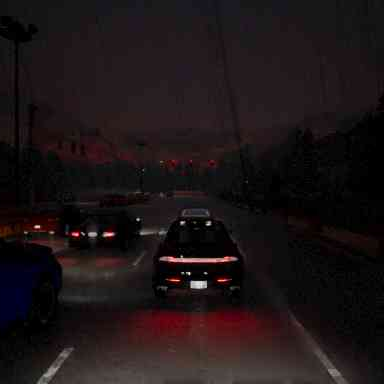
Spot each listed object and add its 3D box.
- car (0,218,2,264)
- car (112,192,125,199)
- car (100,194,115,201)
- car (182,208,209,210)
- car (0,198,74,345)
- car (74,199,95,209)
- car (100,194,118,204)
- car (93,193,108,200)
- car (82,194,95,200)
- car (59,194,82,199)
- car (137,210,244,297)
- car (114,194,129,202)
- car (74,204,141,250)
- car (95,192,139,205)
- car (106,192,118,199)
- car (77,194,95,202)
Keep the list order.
[{"bbox_3d":[-6.876,1.513,8.167,1.994,1.385,4.181,0,0,1],"label":"car"},{"bbox_3d":[-17.026,0.787,77.485,2.097,1.767,4.553,0,0,0],"label":"car"},{"bbox_3d":[-17.092,1.071,67.352,1.994,1.385,4.181,0,0,0],"label":"car"},{"bbox_3d":[0.186,1.478,17.747,1.895,1.301,4.718,0,0,0],"label":"car"},{"bbox_3d":[-3.385,1.205,3.563,2.150,2.045,5.566,0,0,0],"label":"car"},{"bbox_3d":[-6.831,1.360,17.152,1.882,1.535,5.008,0,0,0],"label":"car"},{"bbox_3d":[-13.755,1.122,55.407,1.812,1.442,4.674,0,0,1],"label":"car"},{"bbox_3d":[-20.542,0.929,74.950,1.882,1.535,5.008,0,0,0],"label":"car"},{"bbox_3d":[-17.232,1.146,57.376,1.994,1.385,4.181,0,0,1],"label":"car"},{"bbox_3d":[-20.740,1.072,55.675,1.882,1.535,5.008,0,0,2],"label":"car"},{"bbox_3d":[0.132,1.439,8.417,2.128,1.511,4.902,0,0,0],"label":"car"},{"bbox_3d":[-13.649,1.055,64.470,1.812,1.442,4.674,0,0,1],"label":"car"},{"bbox_3d":[-3.339,1.455,13.737,2.033,1.411,5.357,0,0,0],"label":"car"},{"bbox_3d":[-9.467,1.046,42.299,2.097,1.767,4.553,0,0,41],"label":"car"},{"bbox_3d":[-20.476,0.852,85.169,1.882,1.535,5.008,0,0,0],"label":"car"},{"bbox_3d":[-20.621,1.126,65.009,1.895,1.301,4.718,0,0,1],"label":"car"}]
